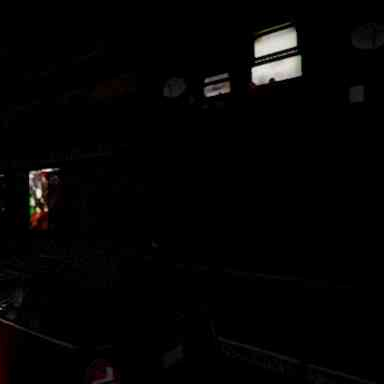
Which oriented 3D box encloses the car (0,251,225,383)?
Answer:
[{"bbox_3d":[-1.740,1.444,3.996,4.097,1.590,1.967,0,-1,36],"label":"car"}]
